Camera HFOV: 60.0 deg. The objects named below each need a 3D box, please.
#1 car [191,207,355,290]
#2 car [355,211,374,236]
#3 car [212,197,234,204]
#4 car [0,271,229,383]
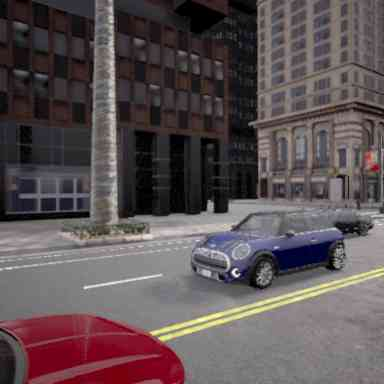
[{"bbox_3d":[2.188,1.327,9.180,4.553,1.767,2.097,0,0,-35],"label":"car"},{"bbox_3d":[6.904,1.499,16.460,5.357,1.411,2.033,0,0,-35],"label":"car"},{"bbox_3d":[5.738,1.258,62.051,2.097,1.767,4.553,0,0,-34],"label":"car"},{"bbox_3d":[-2.314,1.477,1.803,5.008,1.535,1.882,0,0,-35],"label":"car"}]
